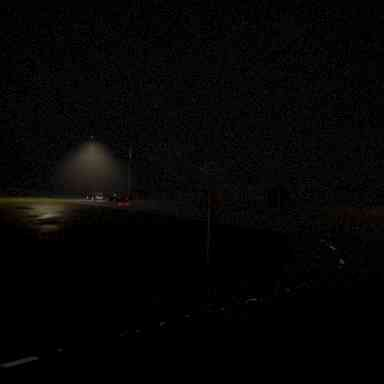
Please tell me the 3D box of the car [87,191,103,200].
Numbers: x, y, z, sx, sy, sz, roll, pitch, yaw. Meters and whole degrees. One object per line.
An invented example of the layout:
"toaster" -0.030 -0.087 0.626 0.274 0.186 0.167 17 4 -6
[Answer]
"car" -17.367 0.666 59.590 1.837 1.490 4.892 2 0 -35

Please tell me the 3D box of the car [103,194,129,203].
"car" -11.612 0.956 51.451 1.895 1.301 4.718 2 0 -35
